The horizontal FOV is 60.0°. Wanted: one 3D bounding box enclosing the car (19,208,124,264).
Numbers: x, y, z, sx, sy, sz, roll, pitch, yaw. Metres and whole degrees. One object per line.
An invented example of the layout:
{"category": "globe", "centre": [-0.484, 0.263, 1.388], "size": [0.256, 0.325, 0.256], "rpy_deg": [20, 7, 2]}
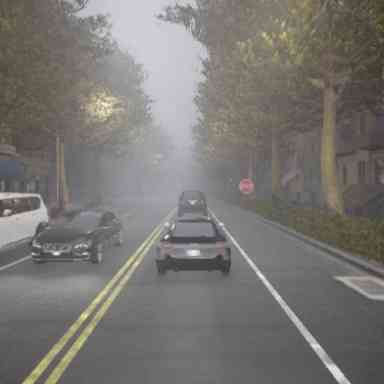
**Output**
{"category": "car", "centre": [-3.590, 1.340, 11.236], "size": [1.837, 1.490, 4.892], "rpy_deg": [0, 1, 0]}

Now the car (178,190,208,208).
{"category": "car", "centre": [0.058, 0.845, 25.927], "size": [2.150, 2.045, 5.566], "rpy_deg": [0, 1, 0]}

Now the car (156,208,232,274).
{"category": "car", "centre": [0.058, 1.417, 10.078], "size": [1.994, 1.385, 4.181], "rpy_deg": [0, 1, 1]}

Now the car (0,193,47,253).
{"category": "car", "centre": [-6.557, 1.073, 10.635], "size": [2.435, 2.045, 5.566], "rpy_deg": [0, 1, 0]}
